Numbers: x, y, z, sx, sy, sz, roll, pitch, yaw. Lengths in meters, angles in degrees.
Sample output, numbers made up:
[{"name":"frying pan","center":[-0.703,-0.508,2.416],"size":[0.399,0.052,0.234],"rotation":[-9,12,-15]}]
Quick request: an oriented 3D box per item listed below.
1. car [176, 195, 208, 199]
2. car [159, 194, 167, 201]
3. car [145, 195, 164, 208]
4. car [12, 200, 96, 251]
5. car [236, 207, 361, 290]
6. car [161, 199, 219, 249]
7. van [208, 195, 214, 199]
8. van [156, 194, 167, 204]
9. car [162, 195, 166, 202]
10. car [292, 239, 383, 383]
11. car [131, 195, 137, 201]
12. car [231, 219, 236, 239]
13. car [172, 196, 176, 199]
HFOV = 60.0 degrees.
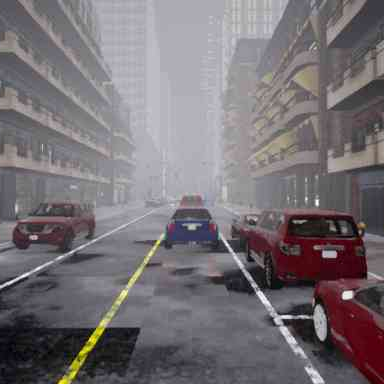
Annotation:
[{"name":"car","center":[0.000,1.264,29.686],"size":[2.150,2.045,5.566],"rotation":[0,0,0]},{"name":"car","center":[-5.644,1.576,58.755],"size":[1.947,1.339,4.313],"rotation":[1,0,0]},{"name":"car","center":[-5.643,1.559,47.675],"size":[2.008,1.369,4.403],"rotation":[1,0,0]},{"name":"car","center":[-5.672,1.317,14.433],"size":[2.192,1.841,5.009],"rotation":[1,0,0]},{"name":"car","center":[2.709,1.315,8.945],"size":[2.192,1.841,5.009],"rotation":[1,0,0]},{"name":"car","center":[0.000,1.369,14.624],"size":[2.097,1.767,4.553],"rotation":[0,0,0]},{"name":"van","center":[2.708,1.350,53.268],"size":[1.690,1.788,3.998],"rotation":[1,0,0]},{"name":"van","center":[-5.809,1.352,64.296],"size":[1.690,1.788,3.998],"rotation":[1,0,0]},{"name":"car","center":[-5.644,1.591,53.216],"size":[1.802,1.307,4.206],"rotation":[1,0,0]},{"name":"car","center":[2.704,1.543,3.404],"size":[1.887,1.381,4.507],"rotation":[1,0,0]},{"name":"car","center":[-16.491,1.511,86.942],"size":[4.097,1.590,1.967],"rotation":[0,-1,0]},{"name":"car","center":[2.704,1.584,14.485],"size":[1.802,1.307,4.206],"rotation":[1,0,0]},{"name":"car","center":[-3.009,1.575,66.011],"size":[1.812,1.442,4.674],"rotation":[0,0,0]}]
